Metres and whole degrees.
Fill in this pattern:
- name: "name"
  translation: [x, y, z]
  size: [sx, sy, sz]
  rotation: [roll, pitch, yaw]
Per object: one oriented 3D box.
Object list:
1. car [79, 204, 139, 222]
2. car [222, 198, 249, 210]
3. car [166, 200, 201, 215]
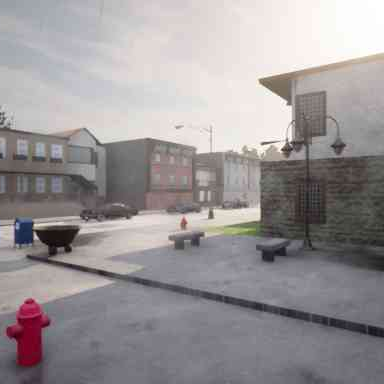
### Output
- name: "car"
  translation: [-6.554, 1.600, 26.478]
  size: [1.895, 1.301, 4.718]
  rotation: [0, 0, 35]
- name: "car"
  translation: [5.695, 1.487, 43.630]
  size: [2.128, 1.511, 4.902]
  rotation: [0, 0, 36]
- name: "car"
  translation: [-0.806, 1.563, 34.550]
  size: [1.994, 1.385, 4.181]
  rotation: [0, 0, 35]
